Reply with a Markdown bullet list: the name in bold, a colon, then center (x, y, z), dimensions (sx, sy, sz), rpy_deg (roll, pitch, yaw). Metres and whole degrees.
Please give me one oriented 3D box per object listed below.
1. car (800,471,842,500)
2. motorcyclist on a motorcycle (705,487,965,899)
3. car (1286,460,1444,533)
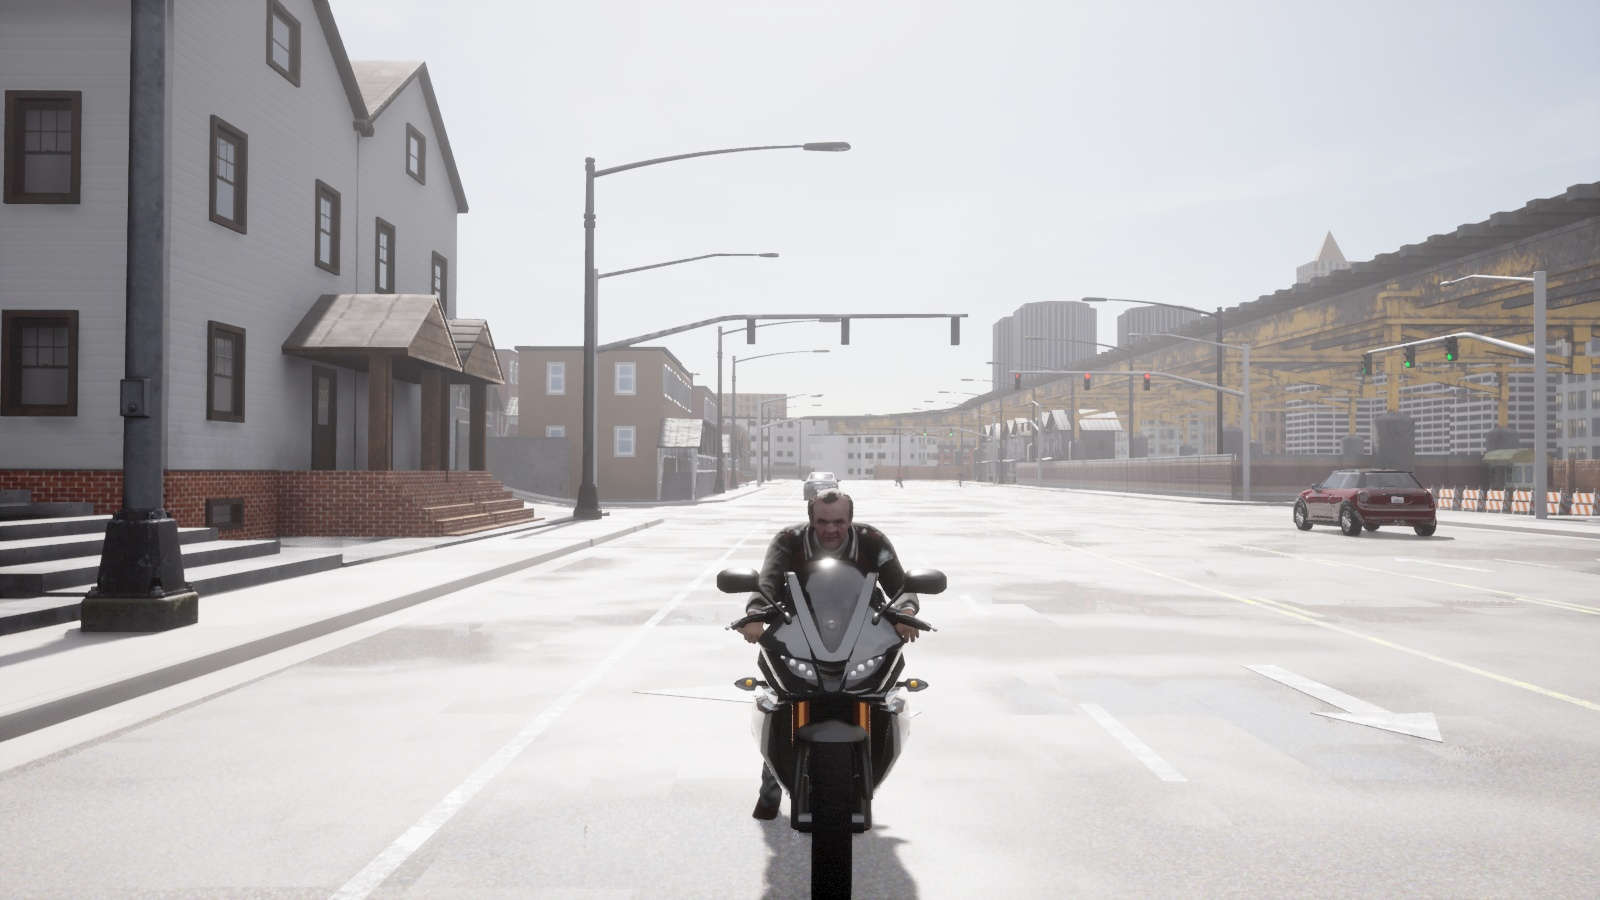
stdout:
- **car**: center (1.191, 1.906, 68.064), dimensions (2.128, 1.511, 4.902), rpy_deg (0, -1, 2)
- **motorcyclist on a motorcycle**: center (0.135, 0.938, 5.312), dimensions (0.866, 1.530, 2.191), rpy_deg (0, -1, 1)
- **car**: center (14.574, 1.162, 32.692), dimensions (2.097, 1.767, 4.553), rpy_deg (0, -1, 1)
